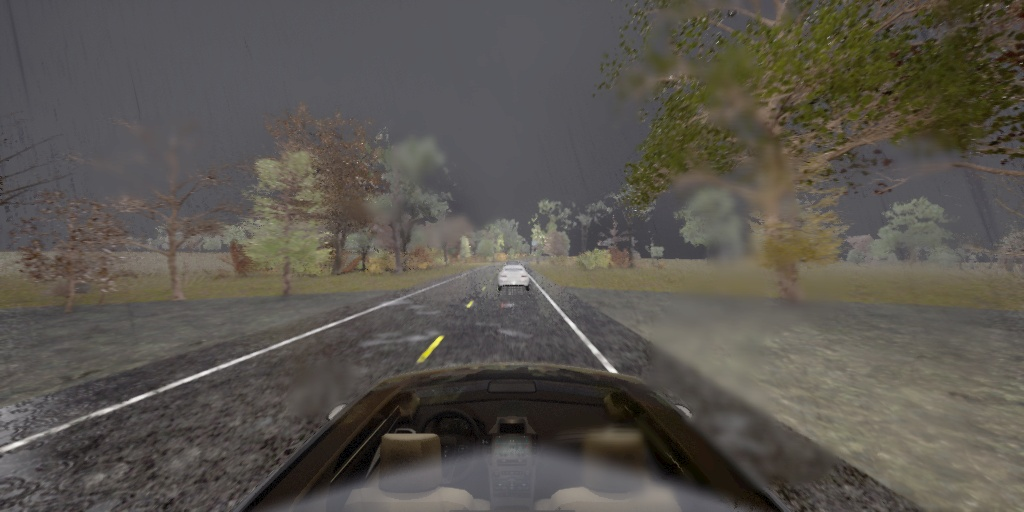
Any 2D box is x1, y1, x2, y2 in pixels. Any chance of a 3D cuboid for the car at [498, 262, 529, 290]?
[{"bbox_3d":[0.101,1.303,22.803,1.812,1.442,4.674,0,0,0],"label":"car"}]
